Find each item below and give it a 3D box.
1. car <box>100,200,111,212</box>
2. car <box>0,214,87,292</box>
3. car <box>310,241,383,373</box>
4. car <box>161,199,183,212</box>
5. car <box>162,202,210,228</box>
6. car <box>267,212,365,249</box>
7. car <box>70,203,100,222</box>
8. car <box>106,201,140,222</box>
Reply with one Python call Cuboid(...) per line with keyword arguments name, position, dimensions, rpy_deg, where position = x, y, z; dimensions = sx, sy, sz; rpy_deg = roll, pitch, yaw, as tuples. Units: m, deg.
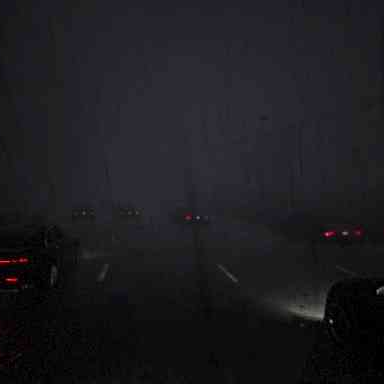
Cuboid(name="car", position=(-11.374, 1.807, 43.995), dimensions=(1.882, 1.535, 5.008), rpy_deg=(0, 0, -20))
Cuboid(name="car", position=(-4.313, 1.579, 8.984), dimensions=(1.837, 1.490, 4.892), rpy_deg=(0, 0, -8))
Cuboid(name="car", position=(3.215, 1.583, 3.733), dimensions=(1.994, 1.385, 4.181), rpy_deg=(0, 0, -4))
Cuboid(name="car", position=(-2.193, 1.626, 39.277), dimensions=(2.097, 1.767, 4.553), rpy_deg=(0, 0, -20))
Cuboid(name="car", position=(-0.363, 1.711, 23.578), dimensions=(2.033, 1.411, 5.357), rpy_deg=(0, 0, -17))
Cuboid(name="car", position=(5.331, 1.639, 15.153), dimensions=(2.033, 1.411, 5.357), rpy_deg=(0, 0, -12))
Cuboid(name="car", position=(-9.425, 1.767, 28.630), dimensions=(2.033, 1.411, 5.357), rpy_deg=(0, 0, -20))
Cuboid(name="car", position=(-5.890, 1.760, 29.004), dimensions=(2.033, 1.411, 5.357), rpy_deg=(0, -1, -21))
